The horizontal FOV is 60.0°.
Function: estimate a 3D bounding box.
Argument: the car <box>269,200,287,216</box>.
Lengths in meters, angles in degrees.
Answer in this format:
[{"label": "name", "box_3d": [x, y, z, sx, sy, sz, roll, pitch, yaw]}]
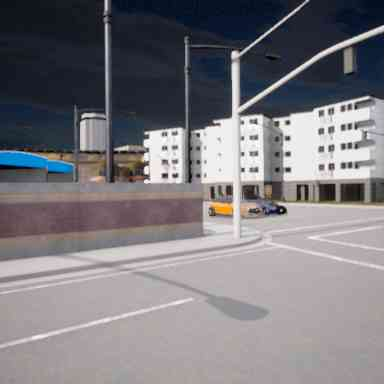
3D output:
[{"label": "car", "box_3d": [5.958, 1.274, 28.129, 1.994, 1.385, 4.181, -1, 1, -35]}]

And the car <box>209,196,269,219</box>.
[{"label": "car", "box_3d": [3.319, 1.113, 25.812, 2.097, 1.767, 4.553, -1, 0, -35]}]
